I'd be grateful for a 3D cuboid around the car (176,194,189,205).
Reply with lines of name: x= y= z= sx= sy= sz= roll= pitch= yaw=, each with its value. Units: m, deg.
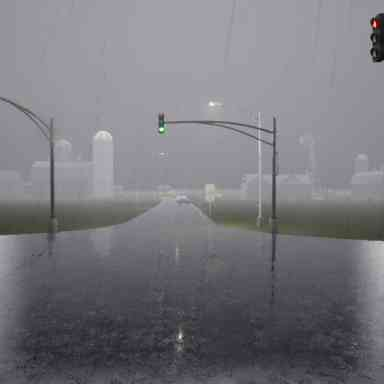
car: x=-1.589 y=1.552 z=61.257 sx=1.812 sy=1.442 sz=4.674 roll=0 pitch=0 yaw=-3
